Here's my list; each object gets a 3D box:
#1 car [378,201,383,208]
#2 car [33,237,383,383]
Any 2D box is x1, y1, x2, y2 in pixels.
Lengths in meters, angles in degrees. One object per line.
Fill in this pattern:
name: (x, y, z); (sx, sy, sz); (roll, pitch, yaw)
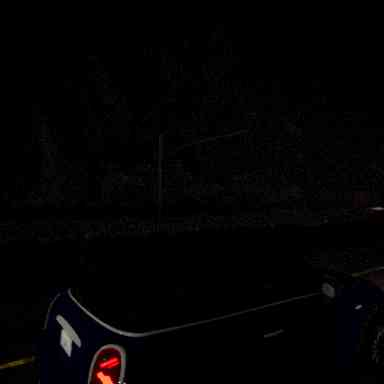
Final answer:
car: (31.837, 1.805, 53.010); (5.357, 1.411, 2.033); (0, 0, -36)
car: (0.613, 1.373, 4.183); (4.553, 1.767, 2.097); (1, 0, -36)
